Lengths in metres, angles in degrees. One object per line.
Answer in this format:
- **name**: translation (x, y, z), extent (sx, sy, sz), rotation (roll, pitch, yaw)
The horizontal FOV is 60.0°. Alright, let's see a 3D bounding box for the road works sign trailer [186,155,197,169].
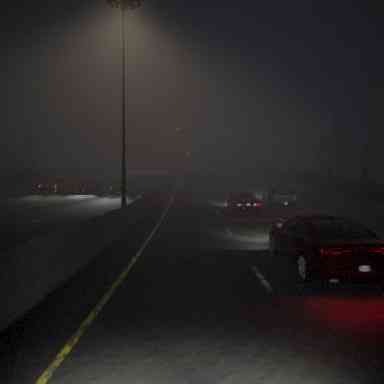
- **road works sign trailer**: translation (-0.170, -7.426, 83.024), extent (2.380, 3.560, 2.880), rotation (0, 5, 3)

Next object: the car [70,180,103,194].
- **car**: translation (-10.704, -0.585, 34.715), extent (1.994, 1.385, 4.181), rotation (0, 7, 0)

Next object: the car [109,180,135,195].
- **car**: translation (-7.206, -0.543, 34.683), extent (1.895, 1.301, 4.718), rotation (0, 7, 0)

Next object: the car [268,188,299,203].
- **car**: translation (7.006, 0.330, 26.956), extent (1.895, 1.301, 4.718), rotation (0, 6, 0)

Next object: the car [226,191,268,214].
- **car**: translation (3.507, 0.626, 23.107), extent (2.033, 1.411, 5.357), rotation (0, 5, 0)

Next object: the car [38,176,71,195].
- **car**: translation (-14.204, -0.791, 34.657), extent (2.097, 1.767, 4.553), rotation (0, 7, 0)

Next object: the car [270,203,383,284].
- **car**: translation (3.552, 1.340, 9.298), extent (1.882, 1.535, 5.008), rotation (0, 2, 0)

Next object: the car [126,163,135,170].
- **car**: translation (-14.241, -5.867, 75.433), extent (2.097, 1.767, 4.553), rotation (0, 7, 0)

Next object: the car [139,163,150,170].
- **car**: translation (-10.741, -5.720, 75.432), extent (1.837, 1.490, 4.892), rotation (0, 7, 0)

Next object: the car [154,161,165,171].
- **car**: translation (-7.240, -5.990, 75.380), extent (2.150, 2.045, 5.566), rotation (0, 7, 0)
